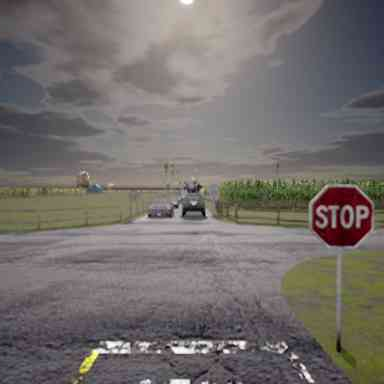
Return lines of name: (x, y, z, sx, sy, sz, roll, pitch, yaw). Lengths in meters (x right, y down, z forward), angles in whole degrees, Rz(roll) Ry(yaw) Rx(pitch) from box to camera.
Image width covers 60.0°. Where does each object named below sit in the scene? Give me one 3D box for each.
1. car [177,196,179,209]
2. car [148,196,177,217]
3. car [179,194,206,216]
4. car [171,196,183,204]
car: (-2.748, 1.512, 45.324, 2.033, 1.411, 5.357, 0, 0, 0)
car: (-2.795, 1.332, 30.622, 2.097, 1.767, 4.553, 0, 0, 1)
car: (0.170, 1.199, 32.758, 2.150, 2.045, 5.566, 0, 0, 0)
car: (-2.677, 1.448, 60.671, 1.837, 1.490, 4.892, 0, 0, 1)
